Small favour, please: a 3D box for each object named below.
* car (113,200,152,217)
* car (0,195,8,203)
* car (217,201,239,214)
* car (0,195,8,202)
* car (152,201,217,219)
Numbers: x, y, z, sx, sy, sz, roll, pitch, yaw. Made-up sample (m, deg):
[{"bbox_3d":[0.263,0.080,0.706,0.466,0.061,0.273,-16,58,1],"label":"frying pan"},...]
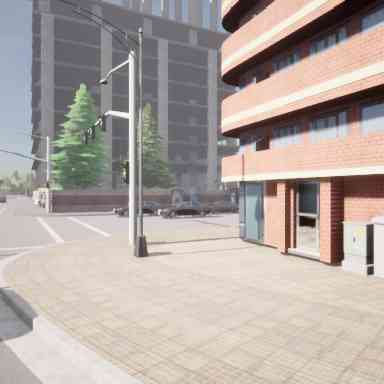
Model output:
[{"bbox_3d":[-4.959,1.547,31.501,4.902,1.511,2.128,0,0,-27],"label":"car"},{"bbox_3d":[-38.048,1.594,65.876,1.895,1.301,4.718,0,0,-27],"label":"car"},{"bbox_3d":[2.996,1.619,35.519,4.181,1.385,1.994,0,0,-28],"label":"car"},{"bbox_3d":[-42.592,1.499,74.722,1.837,1.490,4.892,0,0,-27],"label":"car"},{"bbox_3d":[-0.650,1.546,29.755,4.902,1.511,2.128,0,0,-27],"label":"car"}]
